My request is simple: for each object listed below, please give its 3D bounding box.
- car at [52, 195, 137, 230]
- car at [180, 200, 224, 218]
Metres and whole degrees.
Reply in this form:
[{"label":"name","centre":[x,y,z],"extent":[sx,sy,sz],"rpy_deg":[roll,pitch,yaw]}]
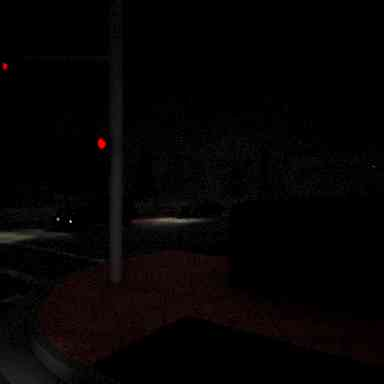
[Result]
[{"label":"car","centre":[-6.045,1.227,21.427],"extent":[2.150,2.045,5.566],"rpy_deg":[0,0,38]},{"label":"car","centre":[0.945,1.483,30.233],"extent":[1.882,1.535,5.008],"rpy_deg":[0,0,39]}]
